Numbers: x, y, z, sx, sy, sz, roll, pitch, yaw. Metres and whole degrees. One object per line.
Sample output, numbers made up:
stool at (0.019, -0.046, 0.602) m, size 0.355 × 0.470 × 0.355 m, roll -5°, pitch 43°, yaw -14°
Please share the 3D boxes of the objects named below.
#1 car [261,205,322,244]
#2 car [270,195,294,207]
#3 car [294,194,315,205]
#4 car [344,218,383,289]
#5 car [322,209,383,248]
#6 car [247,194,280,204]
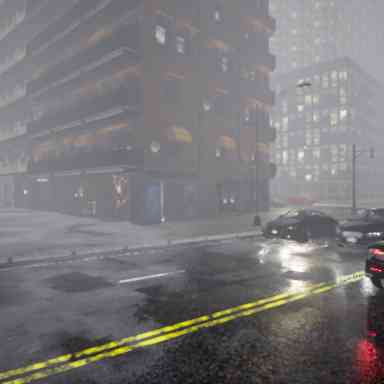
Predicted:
car at (5.172, 1.534, 15.633) m, size 4.181 × 1.385 × 1.994 m, roll 0°, pitch 0°, yaw -37°
car at (8.895, 1.130, 38.719) m, size 4.829 × 1.417 × 1.752 m, roll 1°, pitch 0°, yaw 43°
car at (14.474, 0.976, 45.208) m, size 4.097 × 1.590 × 1.967 m, roll 1°, pitch 0°, yaw 43°
car at (5.978, 1.466, 7.880) m, size 4.902 × 1.511 × 2.128 m, roll 0°, pitch 0°, yaw -37°
car at (7.694, 1.459, 13.464) m, size 4.902 × 1.511 × 2.128 m, roll 0°, pitch 0°, yaw -37°
car at (10.524, 1.021, 48.827) m, size 4.313 × 1.339 × 1.947 m, roll 1°, pitch 0°, yaw 43°
